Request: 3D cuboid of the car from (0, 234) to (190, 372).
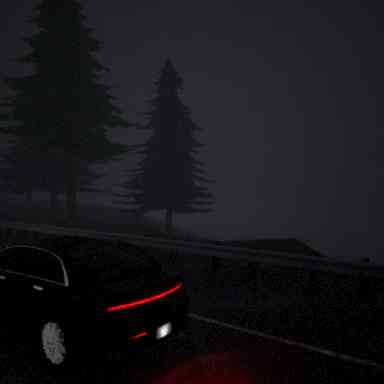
[{"bbox_3d":[-2.307,1.497,5.696,4.892,1.490,1.837,1,0,36],"label":"car"}]
